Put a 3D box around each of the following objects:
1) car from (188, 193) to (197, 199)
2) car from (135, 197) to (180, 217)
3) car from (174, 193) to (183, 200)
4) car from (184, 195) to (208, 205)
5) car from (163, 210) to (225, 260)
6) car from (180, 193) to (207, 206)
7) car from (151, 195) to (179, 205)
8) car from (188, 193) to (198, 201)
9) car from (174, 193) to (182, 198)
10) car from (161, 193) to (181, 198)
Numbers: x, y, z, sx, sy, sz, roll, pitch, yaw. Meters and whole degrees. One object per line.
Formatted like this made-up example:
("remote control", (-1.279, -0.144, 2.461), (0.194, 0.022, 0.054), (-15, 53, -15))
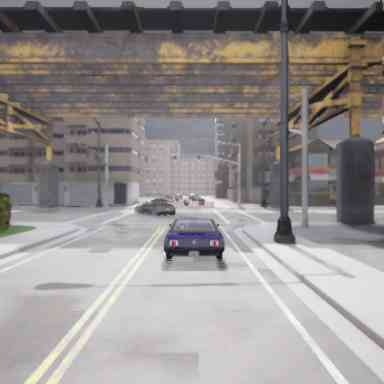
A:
("car", (0.129, 0.905, 71.861), (1.853, 1.218, 4.536), (0, 0, 0))
("car", (-3.309, 1.403, 29.493), (1.994, 1.385, 4.181), (0, 0, -39))
("car", (-3.303, 1.017, 80.331), (2.038, 1.542, 4.974), (0, 0, 0))
("car", (0.487, 1.049, 45.262), (1.853, 1.218, 4.536), (0, 0, -20))
("car", (0.075, 1.534, 12.099), (1.895, 1.301, 4.718), (0, 0, 0))
("car", (0.505, 1.207, 45.214), (2.038, 1.542, 4.974), (0, 0, -20))
("car", (-3.634, 1.048, 45.567), (1.853, 1.218, 4.536), (0, 0, 25))
("car", (0.130, 1.063, 71.810), (2.038, 1.542, 4.974), (0, 0, 0))
("car", (-3.304, 0.859, 80.382), (1.853, 1.218, 4.536), (0, 0, 0))
("car", (-3.655, 1.205, 45.521), (2.038, 1.542, 4.974), (0, 0, 25))
